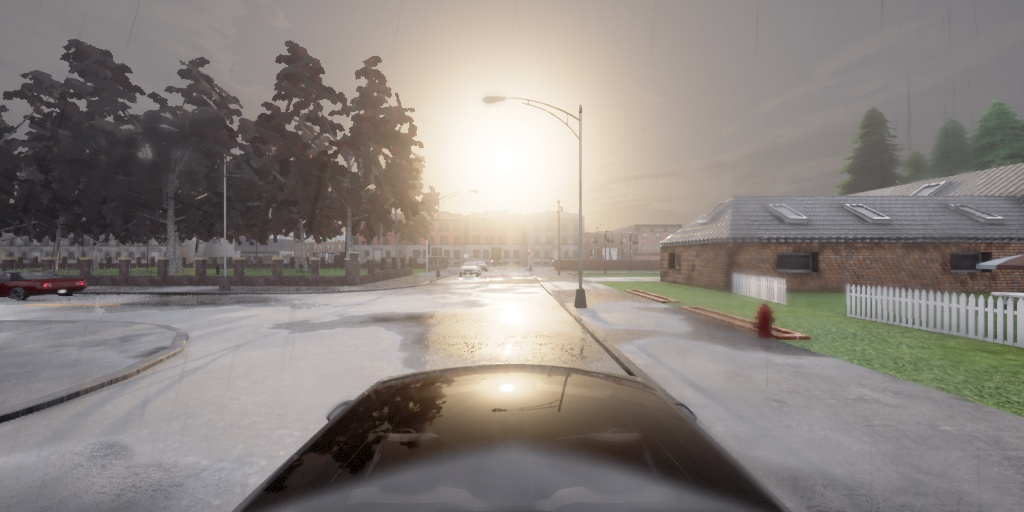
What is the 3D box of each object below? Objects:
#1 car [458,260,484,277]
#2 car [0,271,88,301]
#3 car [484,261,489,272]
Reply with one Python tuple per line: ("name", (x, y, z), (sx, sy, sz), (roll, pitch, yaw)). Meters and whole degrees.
("car", (-4.100, 1.276, 35.709), (1.812, 1.442, 4.674), (0, 0, 0))
("car", (-23.066, 1.351, 16.653), (4.718, 1.301, 1.895), (0, 0, 0))
("car", (-4.074, 1.276, 45.736), (1.812, 1.442, 4.674), (0, 0, 0))
